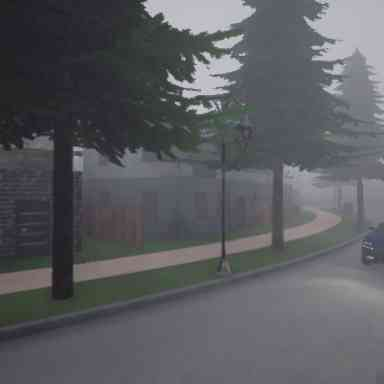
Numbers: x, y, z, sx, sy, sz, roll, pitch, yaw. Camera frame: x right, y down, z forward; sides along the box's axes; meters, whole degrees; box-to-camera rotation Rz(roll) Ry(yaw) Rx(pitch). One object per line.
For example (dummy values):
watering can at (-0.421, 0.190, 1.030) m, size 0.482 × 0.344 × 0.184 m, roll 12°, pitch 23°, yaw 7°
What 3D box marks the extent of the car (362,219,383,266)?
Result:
car at (7.222, 1.543, 11.181) m, size 1.882 × 1.535 × 5.008 m, roll 0°, pitch 0°, yaw 41°
